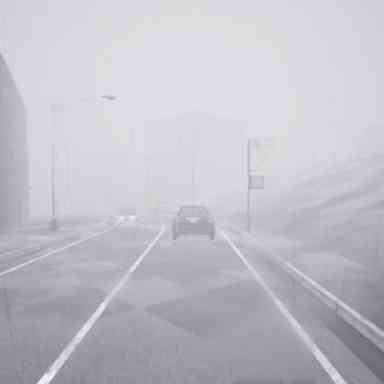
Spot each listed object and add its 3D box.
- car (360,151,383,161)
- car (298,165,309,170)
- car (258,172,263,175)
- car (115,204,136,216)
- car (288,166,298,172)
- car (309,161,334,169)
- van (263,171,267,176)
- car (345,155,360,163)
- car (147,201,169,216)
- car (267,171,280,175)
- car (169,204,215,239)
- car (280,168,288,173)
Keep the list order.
[{"bbox_3d":[21.862,-3.961,37.910,2.231,1.521,4.892,0,1,-1],"label":"car"},{"bbox_3d":[21.377,-4.195,59.858,2.002,1.452,4.674,0,1,-1],"label":"car"},{"bbox_3d":[20.654,-4.521,93.102,2.002,1.452,4.674,0,0,-1],"label":"car"},{"bbox_3d":[-7.996,2.118,39.843,1.994,1.385,4.181,0,-2,-22],"label":"car"},{"bbox_3d":[21.253,-4.427,65.531,2.185,1.767,4.553,0,1,-1],"label":"car"},{"bbox_3d":[21.496,-4.297,54.364,2.185,1.767,4.553,0,1,-1],"label":"car"},{"bbox_3d":[20.776,-4.744,87.459,1.878,1.987,4.442,0,0,-1],"label":"van"},{"bbox_3d":[21.734,-4.039,43.428,2.231,1.521,4.892,0,1,-1],"label":"car"},{"bbox_3d":[-3.919,1.824,39.327,2.097,1.767,4.553,0,-1,-19],"label":"car"},{"bbox_3d":[20.893,-4.470,82.065,2.231,1.521,4.892,0,1,-1],"label":"car"},{"bbox_3d":[0.021,1.431,17.874,2.097,1.767,4.553,0,-1,-2],"label":"car"},{"bbox_3d":[21.133,-4.488,71.050,2.185,1.767,4.553,0,1,-1],"label":"car"}]
